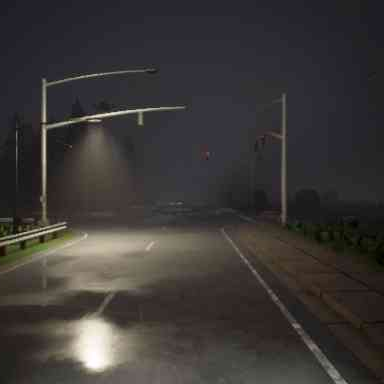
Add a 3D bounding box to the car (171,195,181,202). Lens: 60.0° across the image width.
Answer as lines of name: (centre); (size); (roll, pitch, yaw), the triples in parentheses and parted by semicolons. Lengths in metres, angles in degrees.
car: (-3.500, 1.464, 72.808); (1.882, 1.535, 5.008); (0, 0, 0)
